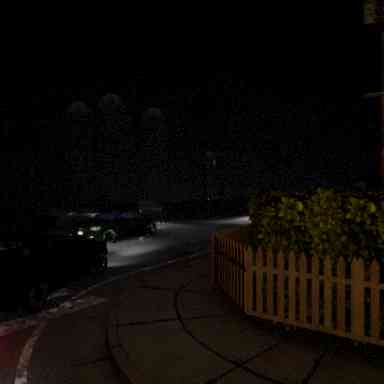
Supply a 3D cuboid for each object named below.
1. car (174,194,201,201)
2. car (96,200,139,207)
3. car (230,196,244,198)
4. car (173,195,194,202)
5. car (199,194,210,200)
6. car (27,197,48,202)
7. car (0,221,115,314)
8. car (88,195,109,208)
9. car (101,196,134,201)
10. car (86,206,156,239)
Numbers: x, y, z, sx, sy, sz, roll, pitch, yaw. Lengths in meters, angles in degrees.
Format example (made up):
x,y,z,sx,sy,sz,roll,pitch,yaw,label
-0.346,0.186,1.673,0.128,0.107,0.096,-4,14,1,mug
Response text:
x,y,z,sx,sy,sz,roll,pitch,yaw,label
-1.200,1.477,49.568,1.882,1.535,5.008,0,0,34,car
-5.932,1.601,27.558,1.895,1.301,4.718,0,0,-38,car
8.141,1.492,62.151,4.902,1.511,2.128,0,0,-39,car
-2.036,1.479,80.620,4.611,1.667,2.242,0,0,35,car
0.967,1.310,61.565,4.605,1.855,1.932,0,0,35,car
-22.884,1.505,49.217,4.193,1.474,1.816,0,0,35,car
-3.573,1.601,7.652,1.895,1.301,4.718,0,0,7,car
-11.599,1.520,42.925,3.905,1.438,1.784,0,0,35,car
-7.851,1.477,37.834,1.882,1.535,5.008,0,0,18,car
-3.616,1.564,15.816,1.994,1.385,4.181,0,0,35,car
